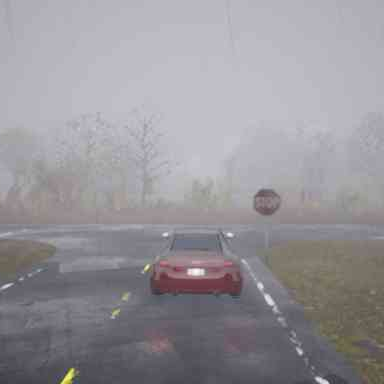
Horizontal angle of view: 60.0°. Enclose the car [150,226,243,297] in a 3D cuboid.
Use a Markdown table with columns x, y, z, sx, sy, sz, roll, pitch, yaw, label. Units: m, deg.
| x | y | z | sx | sy | sz | roll | pitch | yaw | label |
| --- | --- | --- | --- | --- | --- | --- | --- | --- | --- |
| 0.144 | 1.546 | 8.578 | 1.994 | 1.385 | 4.181 | 0 | 0 | 2 | car |
